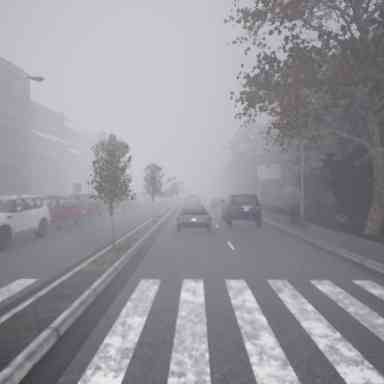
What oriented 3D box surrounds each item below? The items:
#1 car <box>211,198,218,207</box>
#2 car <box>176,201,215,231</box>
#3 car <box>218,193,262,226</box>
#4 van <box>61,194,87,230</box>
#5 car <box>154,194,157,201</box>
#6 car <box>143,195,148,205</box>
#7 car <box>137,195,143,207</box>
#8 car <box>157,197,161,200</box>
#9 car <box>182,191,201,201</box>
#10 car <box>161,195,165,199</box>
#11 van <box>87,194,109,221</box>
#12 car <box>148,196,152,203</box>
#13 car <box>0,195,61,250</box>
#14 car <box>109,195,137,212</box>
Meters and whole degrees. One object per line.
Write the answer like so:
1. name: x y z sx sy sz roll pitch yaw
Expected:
1. car: 3.268 1.346 41.575 1.895 1.301 4.718 0 0 0
2. car: 0.110 1.457 19.955 1.994 1.385 4.181 0 0 0
3. car: 3.261 1.101 22.573 2.150 2.045 5.566 0 1 0
4. van: -8.110 1.154 19.828 1.878 1.987 4.442 0 0 0
5. car: -7.874 1.113 58.773 2.002 1.452 4.674 0 1 0
6. car: -7.942 1.214 47.680 2.002 1.452 4.674 0 0 0
7. car: -7.974 1.252 42.102 2.163 1.488 4.792 0 0 0
8. car: -7.840 1.019 64.323 2.231 1.521 4.892 0 1 0
9. car: 0.122 1.088 42.780 2.097 1.767 4.553 0 0 0
10. car: -7.772 0.902 75.314 2.097 1.535 5.008 0 1 1
11. van: -8.076 1.119 25.374 1.878 1.987 4.442 0 0 0
12. car: -7.907 1.155 53.196 2.163 1.488 4.792 0 1 0
13. car: -8.142 1.159 14.370 2.435 2.045 5.566 0 0 0
14. car: -8.009 1.014 36.555 2.435 2.045 5.566 0 0 0
